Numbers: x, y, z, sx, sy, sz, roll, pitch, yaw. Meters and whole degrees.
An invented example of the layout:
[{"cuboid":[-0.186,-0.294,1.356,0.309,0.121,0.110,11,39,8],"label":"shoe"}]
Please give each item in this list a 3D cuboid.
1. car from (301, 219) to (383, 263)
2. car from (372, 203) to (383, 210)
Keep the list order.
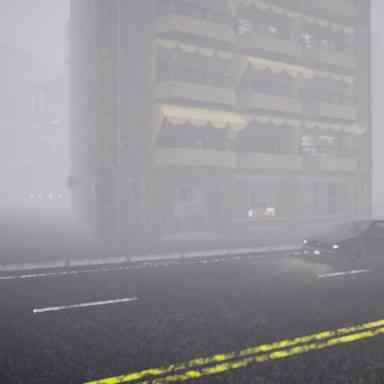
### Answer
[{"cuboid":[6.833,1.768,12.844,5.357,1.411,2.033,1,-1,-24],"label":"car"},{"cuboid":[24.094,1.887,45.569,4.206,1.307,1.802,1,-1,34],"label":"car"}]
